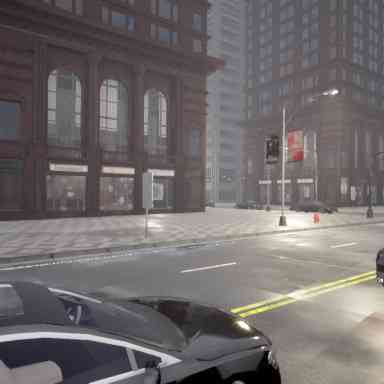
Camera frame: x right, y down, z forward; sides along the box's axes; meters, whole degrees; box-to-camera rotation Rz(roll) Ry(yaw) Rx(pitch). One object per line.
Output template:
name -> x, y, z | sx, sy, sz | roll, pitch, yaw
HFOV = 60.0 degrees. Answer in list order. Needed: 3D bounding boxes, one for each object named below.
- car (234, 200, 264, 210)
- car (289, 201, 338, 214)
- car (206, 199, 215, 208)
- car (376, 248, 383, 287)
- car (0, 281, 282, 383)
car -> 7.720, 1.785, 45.289 | 1.994, 1.385, 4.181 | 1, -1, -35
car -> 13.478, 1.723, 37.188 | 2.033, 1.411, 5.357 | 1, -1, -35
car -> 1.690, 1.746, 53.780 | 1.882, 1.535, 5.008 | 1, -1, -35
car -> 6.227, 1.515, 7.874 | 4.892, 1.490, 1.837 | 0, 0, -35
car -> -1.387, 1.492, 2.450 | 4.902, 1.511, 2.128 | 0, 0, -36
